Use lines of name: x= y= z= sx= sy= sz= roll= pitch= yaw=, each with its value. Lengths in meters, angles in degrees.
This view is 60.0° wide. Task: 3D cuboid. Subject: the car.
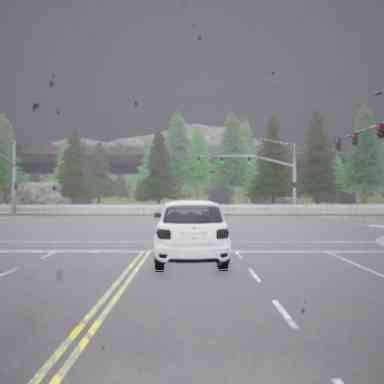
car: x=-0.113 y=1.289 z=11.298 sx=2.150 sy=2.045 sz=5.566 roll=0 pitch=0 yaw=-3
